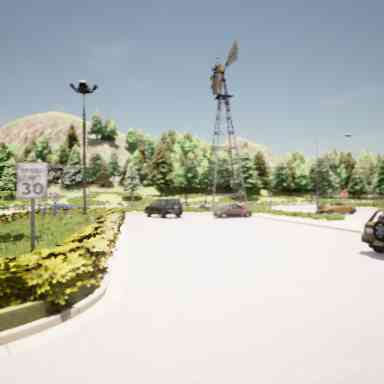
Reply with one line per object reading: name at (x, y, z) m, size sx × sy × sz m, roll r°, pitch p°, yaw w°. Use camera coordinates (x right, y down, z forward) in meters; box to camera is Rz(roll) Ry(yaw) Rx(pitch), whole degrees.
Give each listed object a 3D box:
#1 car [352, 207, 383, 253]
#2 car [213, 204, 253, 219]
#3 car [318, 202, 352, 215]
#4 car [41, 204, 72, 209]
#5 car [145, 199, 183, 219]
car at (8.678, 1.385, 12.174) m, size 4.605 × 1.855 × 1.932 m, roll -1°, pitch -1°, yaw -11°
car at (4.164, 1.954, 34.190) m, size 3.905 × 1.438 × 1.784 m, roll -1°, pitch -1°, yaw -11°
car at (16.556, 1.846, 37.846) m, size 4.193 × 1.474 × 1.816 m, roll -1°, pitch -1°, yaw -11°
car at (-16.695, 2.249, 41.105) m, size 5.008 × 1.535 × 1.882 m, roll -1°, pitch 0°, yaw 9°
car at (-3.112, 1.771, 36.511) m, size 2.150 × 2.045 × 5.566 m, roll 0°, pitch -1°, yaw -34°
